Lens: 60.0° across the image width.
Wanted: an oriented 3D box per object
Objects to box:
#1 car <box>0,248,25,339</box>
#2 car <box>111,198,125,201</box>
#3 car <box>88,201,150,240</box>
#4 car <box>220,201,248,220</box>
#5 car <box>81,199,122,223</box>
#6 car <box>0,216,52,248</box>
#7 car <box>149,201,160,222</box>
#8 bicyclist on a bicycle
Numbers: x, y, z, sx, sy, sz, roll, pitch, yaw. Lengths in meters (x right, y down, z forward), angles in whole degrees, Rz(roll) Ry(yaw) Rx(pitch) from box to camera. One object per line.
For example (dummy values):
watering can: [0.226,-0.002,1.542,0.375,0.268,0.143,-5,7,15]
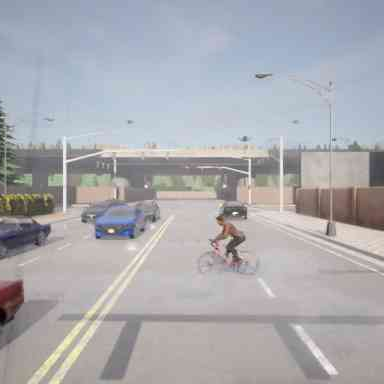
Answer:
car: [-3.595,1.601,3.086,1.895,1.301,4.718,0,0,0]
car: [-10.814,1.533,45.724,4.181,1.385,1.994,0,0,18]
car: [-3.607,1.477,17.373,1.882,1.535,5.008,0,0,0]
car: [3.449,1.478,28.108,1.882,1.535,5.008,0,0,0]
car: [-7.047,1.506,25.731,1.837,1.490,4.892,0,0,0]
car: [-7.107,1.601,12.406,1.895,1.301,4.718,0,0,0]
car: [-3.546,1.493,25.892,2.128,1.511,4.902,0,0,0]
bicyclist on a bicycle: [0.960,1.454,8.903,1.656,1.620,0.582,-2,0,0]
